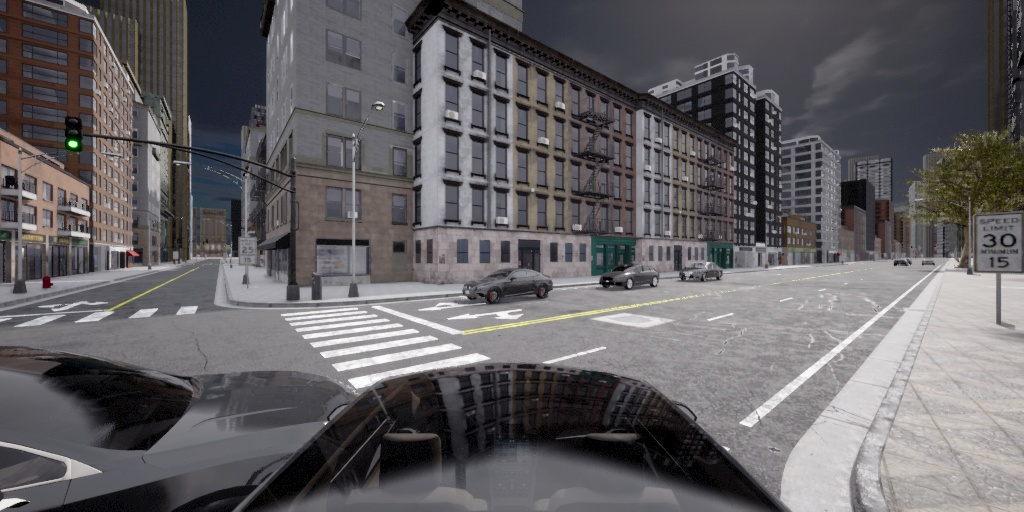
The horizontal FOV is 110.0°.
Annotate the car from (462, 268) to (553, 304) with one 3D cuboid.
[{"bbox_3d":[-0.087,1.286,16.720,4.674,1.442,1.812,0,0,-39],"label":"car"}]

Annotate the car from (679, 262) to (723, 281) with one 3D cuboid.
[{"bbox_3d":[15.576,1.236,29.462,4.902,1.511,2.128,0,0,-39],"label":"car"}]

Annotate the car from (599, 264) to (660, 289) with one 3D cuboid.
[{"bbox_3d":[7.586,1.258,22.968,4.892,1.490,1.837,0,0,-39],"label":"car"}]

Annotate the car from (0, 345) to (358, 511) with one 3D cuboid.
[{"bbox_3d":[-3.227,1.257,1.739,4.892,1.490,1.837,0,0,-35],"label":"car"}]
